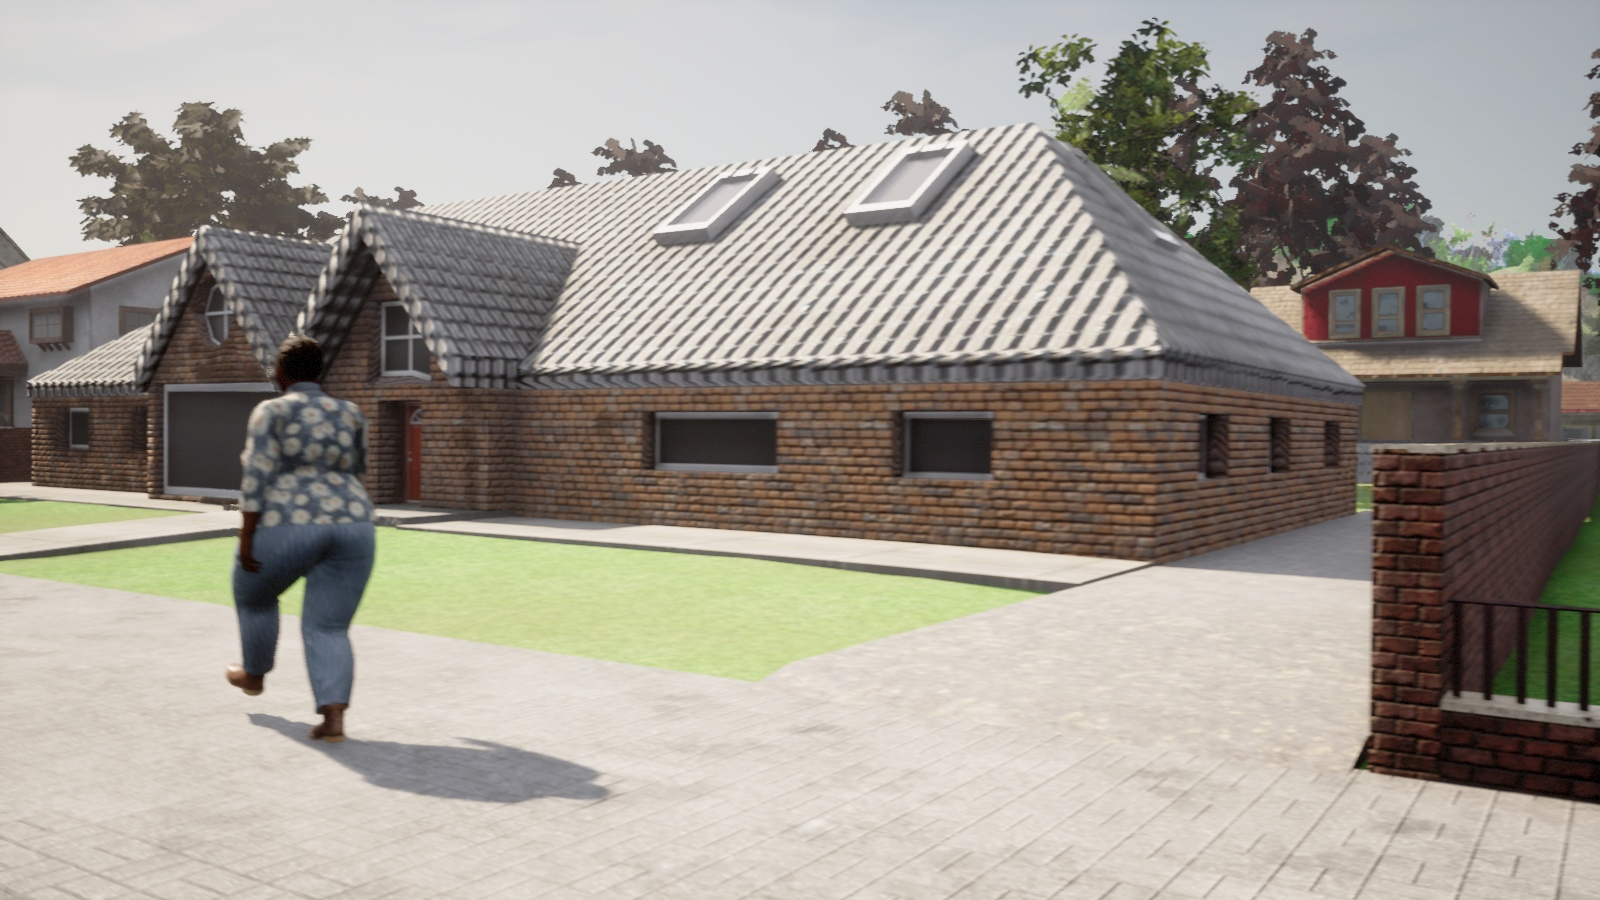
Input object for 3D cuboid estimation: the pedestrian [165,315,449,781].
[{"bbox_3d":[-2.210,0.384,5.629,0.900,1.855,0.874,0,1,45],"label":"pedestrian"}]
